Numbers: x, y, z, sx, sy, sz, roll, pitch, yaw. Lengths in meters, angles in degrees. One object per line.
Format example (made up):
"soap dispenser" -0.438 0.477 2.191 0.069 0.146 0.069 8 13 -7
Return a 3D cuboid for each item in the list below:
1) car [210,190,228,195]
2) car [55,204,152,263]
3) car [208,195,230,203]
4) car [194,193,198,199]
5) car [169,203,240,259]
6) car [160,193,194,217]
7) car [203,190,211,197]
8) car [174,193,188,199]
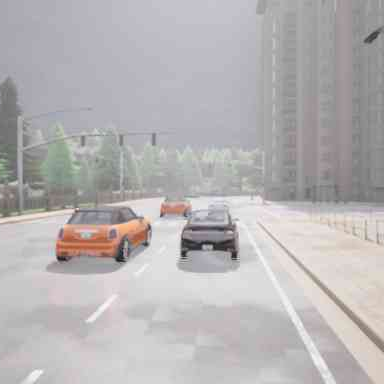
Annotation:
"car" 7.860 0.671 90.395 1.837 1.490 4.892 0 1 40
"car" -2.853 1.247 11.757 2.097 1.767 4.553 0 1 6
"car" 2.327 1.279 29.021 1.812 1.442 4.674 0 0 6
"car" 0.191 0.852 76.366 1.994 1.385 4.181 0 1 13
"car" 0.698 1.379 12.081 2.128 1.511 4.902 0 1 6
"car" -1.294 1.093 28.048 2.097 1.767 4.553 0 0 6
"car" 5.411 0.372 92.885 2.150 2.045 5.566 0 1 40
"car" -2.667 0.870 79.105 1.895 1.301 4.718 0 1 17
